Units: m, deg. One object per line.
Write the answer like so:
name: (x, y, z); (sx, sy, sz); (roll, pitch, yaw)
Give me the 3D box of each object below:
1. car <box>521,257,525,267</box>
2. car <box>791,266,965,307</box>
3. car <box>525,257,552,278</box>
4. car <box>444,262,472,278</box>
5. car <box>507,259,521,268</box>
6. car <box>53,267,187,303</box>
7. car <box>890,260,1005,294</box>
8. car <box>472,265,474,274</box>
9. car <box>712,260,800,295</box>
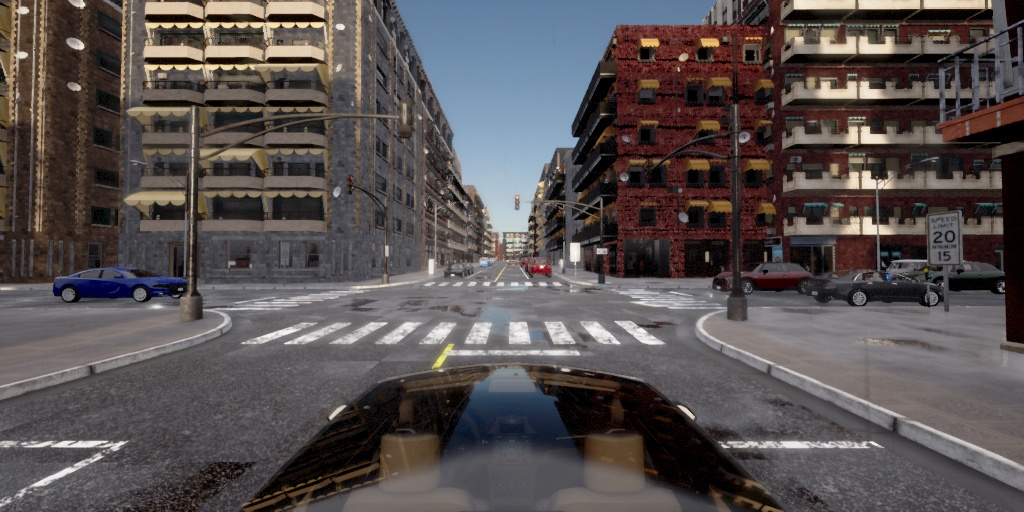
car: (2.641, 1.086, 45.138); (2.192, 1.841, 5.009); (0, 0, 0)
car: (13.765, 1.185, 13.702); (4.403, 1.370, 2.007); (0, 0, 0)
car: (2.622, 1.077, 34.015); (2.192, 1.841, 5.009); (0, 0, 0)
car: (-5.259, 1.328, 33.983); (1.948, 1.339, 4.313); (0, 0, 0)
car: (0.207, 1.314, 63.539); (2.128, 1.511, 4.902); (0, 0, 0)
car: (-17.589, 1.254, 16.320); (5.008, 1.535, 1.882); (0, -1, 0)
car: (23.095, 1.079, 19.096); (4.553, 1.767, 2.097); (0, -1, 0)
car: (-5.250, 1.331, 39.544); (1.948, 1.339, 4.313); (0, 0, 0)
car: (13.246, 1.102, 19.115); (4.553, 1.767, 2.097); (0, -1, -1)
